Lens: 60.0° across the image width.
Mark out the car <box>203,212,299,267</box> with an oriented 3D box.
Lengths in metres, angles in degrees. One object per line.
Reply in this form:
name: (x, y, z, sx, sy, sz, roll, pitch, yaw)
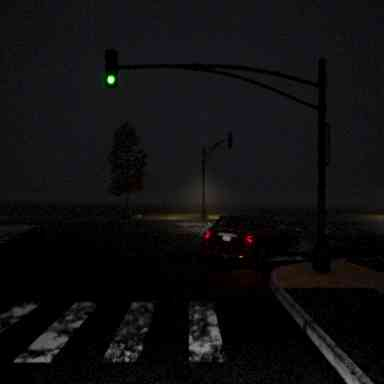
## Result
car: (2.388, 1.584, 12.718, 2.097, 1.767, 4.553, 1, 0, 35)
